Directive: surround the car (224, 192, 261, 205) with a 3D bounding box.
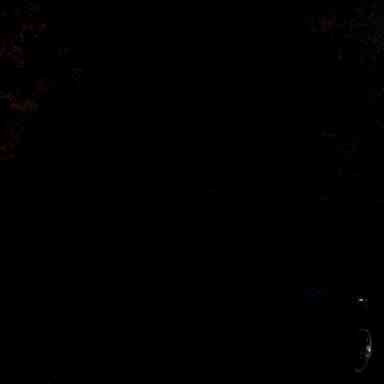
[{"bbox_3d":[5.389,0.740,35.679,1.812,1.442,4.674,2,2,-34],"label":"car"}]

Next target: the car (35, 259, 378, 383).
[{"bbox_3d":[0.409,1.591,4.029,4.181,1.385,1.994,1,0,-36],"label":"car"}]
